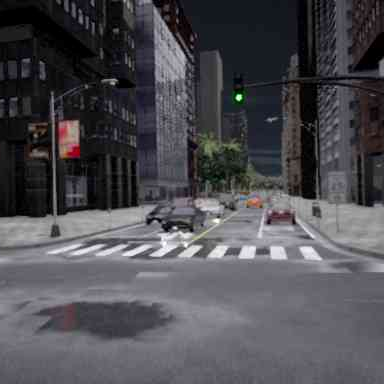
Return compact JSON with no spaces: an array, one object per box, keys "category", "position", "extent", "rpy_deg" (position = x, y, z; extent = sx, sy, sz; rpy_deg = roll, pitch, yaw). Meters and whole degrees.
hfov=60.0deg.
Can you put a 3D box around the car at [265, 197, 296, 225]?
[{"category":"car","position":[6.208,1.361,23.489],"extent":[1.967,1.590,4.097],"rpy_deg":[-2,0,13]}]

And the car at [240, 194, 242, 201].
[{"category":"car","position":[9.942,1.685,78.289],"extent":[1.887,1.381,4.507],"rpy_deg":[-2,0,13]}]

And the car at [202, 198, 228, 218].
[{"category":"car","position":[1.908,1.584,30.977],"extent":[1.812,1.442,4.674],"rpy_deg":[-1,0,13]}]

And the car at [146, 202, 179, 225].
[{"category":"car","position":[-2.099,1.688,25.382],"extent":[1.947,1.339,4.313],"rpy_deg":[-2,0,13]}]

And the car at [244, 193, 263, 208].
[{"category":"car","position":[9.041,1.338,47.923],"extent":[2.097,1.767,4.553],"rpy_deg":[-1,0,13]}]

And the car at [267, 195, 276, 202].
[{"category":"car","position":[18.249,1.484,76.386],"extent":[1.887,1.381,4.507],"rpy_deg":[-2,0,13]}]

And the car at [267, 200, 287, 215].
[{"category":"car","position":[8.619,1.502,34.067],"extent":[1.802,1.307,4.206],"rpy_deg":[-2,0,13]}]

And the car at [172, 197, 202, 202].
[{"category":"car","position":[-0.901,1.436,30.674],"extent":[2.192,1.841,5.009],"rpy_deg":[-2,0,13]}]

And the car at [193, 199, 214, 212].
[{"category":"car","position":[1.475,1.647,41.089],"extent":[1.752,1.417,4.829],"rpy_deg":[-2,0,13]}]

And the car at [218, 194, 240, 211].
[{"category":"car","position":[4.274,1.280,41.353],"extent":[2.150,2.045,5.566],"rpy_deg":[-1,0,13]}]

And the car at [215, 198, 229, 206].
[{"category":"car","position":[5.126,1.707,57.127],"extent":[1.802,1.307,4.206],"rpy_deg":[-2,0,13]}]

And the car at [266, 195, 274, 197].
[{"category":"car","position":[7.412,1.360,28.779],"extent":[1.967,1.590,4.097],"rpy_deg":[-2,0,13]}]

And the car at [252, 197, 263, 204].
[{"category":"car","position":[12.617,1.592,63.614],"extent":[1.895,1.301,4.718],"rpy_deg":[-1,0,13]}]

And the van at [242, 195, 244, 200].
[{"category":"van","position":[12.346,1.491,88.872],"extent":[1.690,1.788,3.998],"rpy_deg":[-2,0,13]}]

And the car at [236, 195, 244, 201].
[{"category":"car","position":[13.553,1.594,94.162],"extent":[1.967,1.590,4.097],"rpy_deg":[-2,0,13]}]

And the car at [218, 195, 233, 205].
[{"category":"car","position":[6.324,1.443,62.419],"extent":[2.192,1.841,5.009],"rpy_deg":[-2,0,13]}]

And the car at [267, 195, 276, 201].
[{"category":"car","position":[19.454,1.494,81.675],"extent":[2.008,1.369,4.403],"rpy_deg":[-2,0,13]}]

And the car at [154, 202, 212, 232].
[{"category":"car","position":[-0.362,1.607,21.006],"extent":[2.033,1.411,5.357],"rpy_deg":[-1,0,13]}]

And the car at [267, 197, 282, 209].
[{"category":"car","position":[11.026,1.466,44.647],"extent":[1.887,1.381,4.507],"rpy_deg":[-2,0,13]}]
